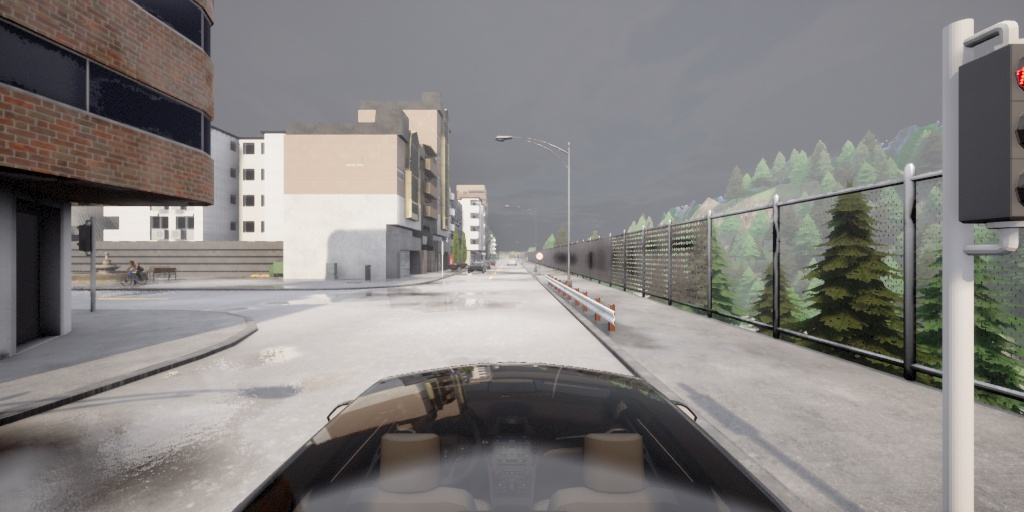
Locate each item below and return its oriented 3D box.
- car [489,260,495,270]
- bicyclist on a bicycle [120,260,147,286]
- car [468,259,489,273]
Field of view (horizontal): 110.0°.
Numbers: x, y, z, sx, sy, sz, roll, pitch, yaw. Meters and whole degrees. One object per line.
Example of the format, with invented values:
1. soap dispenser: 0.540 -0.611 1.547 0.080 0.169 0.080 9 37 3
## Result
1. car: -4.096 1.241 52.585 2.128 1.511 4.902 0 0 0
2. bicyclist on a bicycle: -24.285 1.099 23.055 0.582 1.620 1.656 0 0 0
3. car: -4.101 1.351 42.408 1.895 1.301 4.718 0 0 0
